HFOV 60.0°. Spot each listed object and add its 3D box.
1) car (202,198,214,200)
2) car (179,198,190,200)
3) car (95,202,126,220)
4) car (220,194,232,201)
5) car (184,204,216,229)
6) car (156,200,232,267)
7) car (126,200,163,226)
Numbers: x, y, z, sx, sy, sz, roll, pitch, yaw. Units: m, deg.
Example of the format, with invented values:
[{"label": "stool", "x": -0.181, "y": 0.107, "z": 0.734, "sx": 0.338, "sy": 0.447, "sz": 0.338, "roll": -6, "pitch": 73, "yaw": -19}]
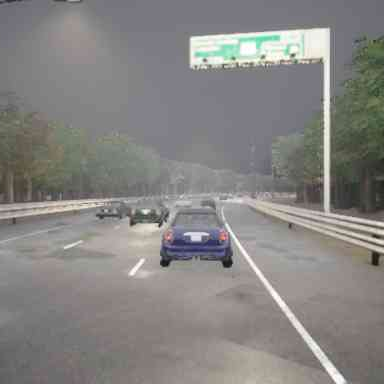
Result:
[{"label": "car", "x": 2.040, "y": 1.462, "z": 41.677, "sx": 1.837, "sy": 1.490, "sz": 4.892, "roll": 0, "pitch": 0, "yaw": 5}, {"label": "car", "x": -1.026, "y": 1.545, "z": 46.452, "sx": 1.895, "sy": 1.301, "sz": 4.718, "roll": 0, "pitch": 0, "yaw": 6}, {"label": "car", "x": -6.181, "y": 1.490, "z": 27.225, "sx": 2.033, "sy": 1.411, "sz": 5.357, "roll": 0, "pitch": 0, "yaw": 4}, {"label": "car", "x": 8.035, "y": 1.406, "z": 83.396, "sx": 2.128, "sy": 1.511, "sz": 4.902, "roll": 0, "pitch": 0, "yaw": 11}, {"label": "car", "x": 0.597, "y": 1.580, "z": 22.442, "sx": 1.895, "sy": 1.301, "sz": 4.718, "roll": 0, "pitch": 0, "yaw": 3}, {"label": "car", "x": 0.180, "y": 1.342, "z": 11.600, "sx": 2.097, "sy": 1.767, "sz": 4.553, "roll": 0, "pitch": 0, "yaw": 2}, {"label": "car", "x": -2.770, "y": 1.322, "z": 22.867, "sx": 2.097, "sy": 1.767, "sz": 4.553, "roll": 0, "pitch": 0, "yaw": 3}]
